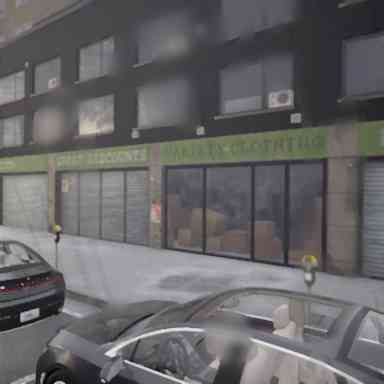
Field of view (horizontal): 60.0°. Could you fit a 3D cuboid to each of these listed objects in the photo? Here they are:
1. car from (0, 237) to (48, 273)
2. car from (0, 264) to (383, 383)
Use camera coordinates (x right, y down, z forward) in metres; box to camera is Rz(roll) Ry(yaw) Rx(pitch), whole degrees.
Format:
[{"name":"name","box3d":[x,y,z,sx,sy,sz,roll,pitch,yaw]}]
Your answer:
[{"name":"car","box3d":[-4.062,1.474,5.954,4.403,1.369,2.008,1,0,35]},{"name":"car","box3d":[0.447,1.538,2.764,4.403,1.369,2.008,1,0,35]}]
